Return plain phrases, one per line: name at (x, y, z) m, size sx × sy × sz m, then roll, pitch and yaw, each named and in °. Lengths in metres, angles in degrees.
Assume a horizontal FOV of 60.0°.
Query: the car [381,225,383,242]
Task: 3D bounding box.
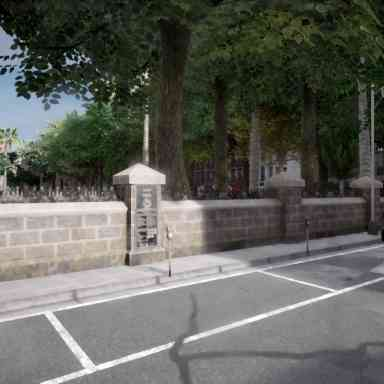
car at (9.700, 1.310, 13.463) m, size 5.009 × 1.841 × 2.192 m, roll 0°, pitch 0°, yaw -36°
